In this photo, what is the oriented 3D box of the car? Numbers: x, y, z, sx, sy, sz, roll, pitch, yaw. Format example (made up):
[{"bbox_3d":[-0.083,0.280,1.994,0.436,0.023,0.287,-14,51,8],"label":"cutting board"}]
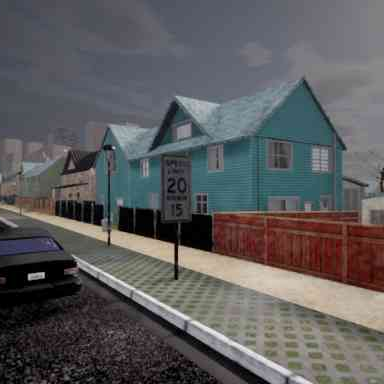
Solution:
[{"bbox_3d":[-4.239,1.551,7.983,2.033,1.411,5.357,0,0,-36],"label":"car"}]
